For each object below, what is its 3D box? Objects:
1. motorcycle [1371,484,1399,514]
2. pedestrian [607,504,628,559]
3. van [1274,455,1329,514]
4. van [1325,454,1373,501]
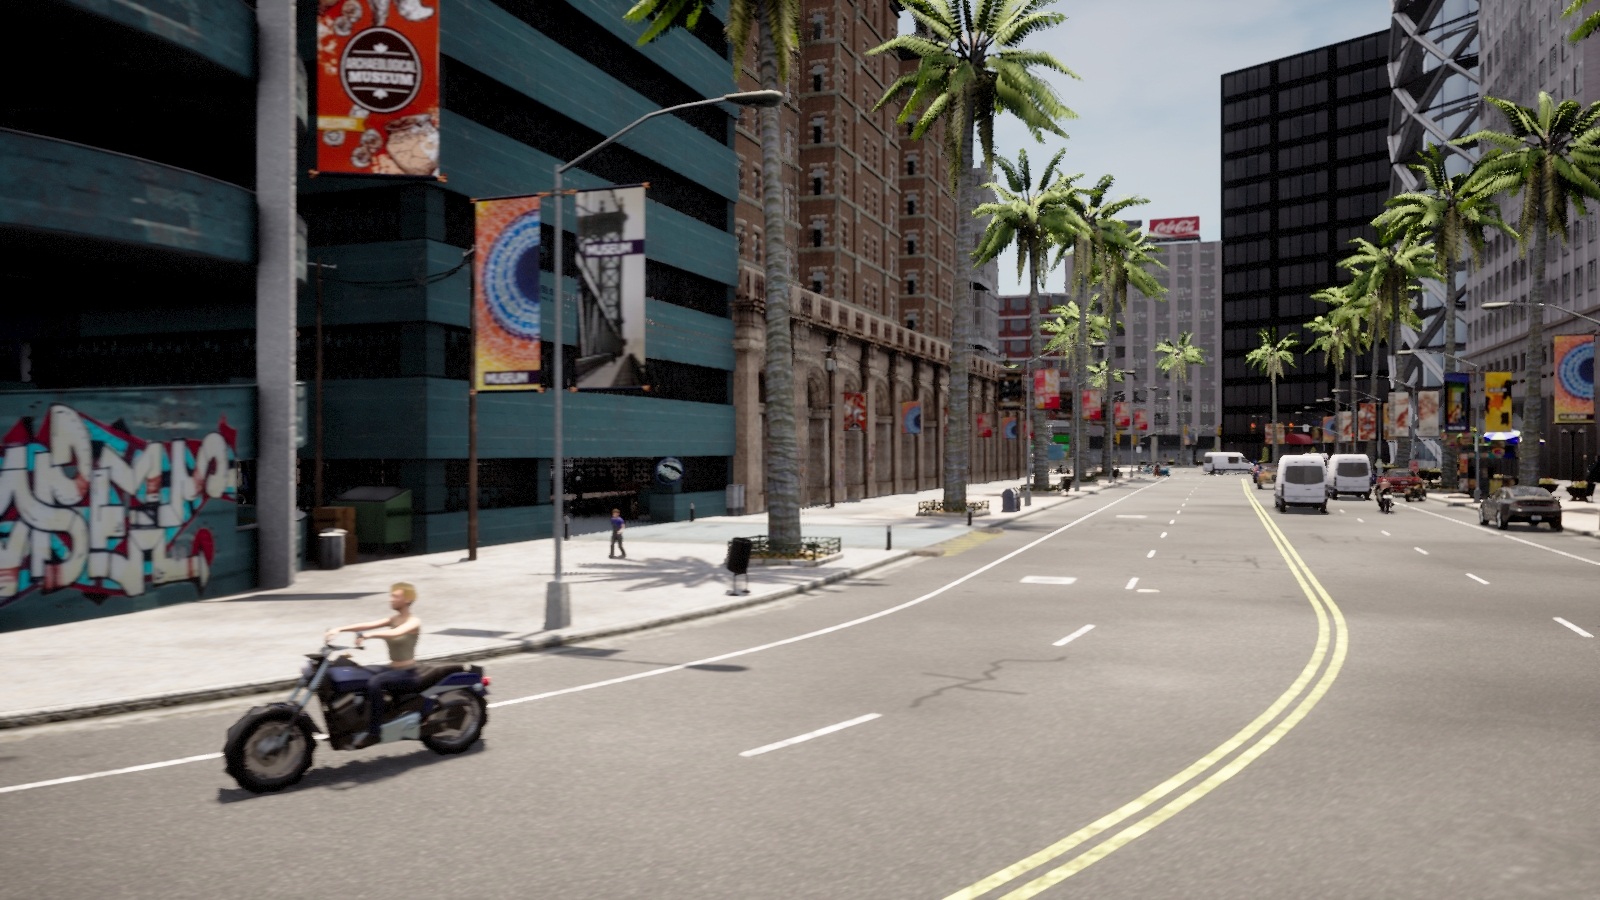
[{"bbox_3d":[26.545,2.211,51.866,0.867,1.251,2.209,0,0,20],"label":"motorcycle"},{"bbox_3d":[-4.453,1.982,27.898,0.375,1.300,0.375,0,0,22],"label":"pedestrian"},{"bbox_3d":[23.395,1.541,53.457,1.988,2.561,5.915,0,0,20],"label":"van"},{"bbox_3d":[32.070,1.542,66.921,1.988,2.561,5.915,0,0,20],"label":"van"}]
